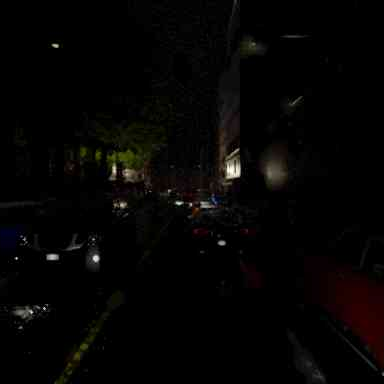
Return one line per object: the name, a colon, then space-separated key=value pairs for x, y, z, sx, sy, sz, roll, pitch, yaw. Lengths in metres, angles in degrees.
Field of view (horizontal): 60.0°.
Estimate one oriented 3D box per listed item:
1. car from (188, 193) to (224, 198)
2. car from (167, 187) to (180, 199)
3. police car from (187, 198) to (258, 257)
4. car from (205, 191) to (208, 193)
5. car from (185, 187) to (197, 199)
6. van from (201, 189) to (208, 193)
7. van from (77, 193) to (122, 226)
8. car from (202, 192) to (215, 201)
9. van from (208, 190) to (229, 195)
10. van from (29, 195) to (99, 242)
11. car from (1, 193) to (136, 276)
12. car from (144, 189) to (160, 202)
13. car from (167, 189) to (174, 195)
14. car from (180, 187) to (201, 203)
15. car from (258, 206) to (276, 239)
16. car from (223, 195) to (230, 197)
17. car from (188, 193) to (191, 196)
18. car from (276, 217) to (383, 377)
car: x=0.828 y=1.100 z=22.305 sx=1.801 sy=1.575 sz=5.366 roll=0 pitch=1 yaw=0
car: x=-3.196 y=0.376 z=59.290 sx=2.097 sy=1.767 sz=4.553 roll=0 pitch=1 yaw=0
police car: x=0.860 y=1.231 z=12.226 sx=1.930 sy=1.638 sz=5.238 roll=0 pitch=1 yaw=0
car: x=2.733 y=0.928 z=38.130 sx=1.887 sy=1.381 sz=4.507 roll=0 pitch=1 yaw=0
car: x=-0.202 y=0.185 z=62.691 sx=2.150 sy=2.045 sz=5.566 roll=0 pitch=1 yaw=0
van: x=2.696 y=0.534 z=49.446 sx=1.690 sy=1.788 sz=3.998 roll=0 pitch=1 yaw=0
van: x=-5.738 y=1.008 z=21.093 sx=1.690 sy=1.788 sz=3.998 roll=0 pitch=1 yaw=0
car: x=2.679 y=0.661 z=55.109 sx=1.947 sy=1.339 sz=4.313 roll=0 pitch=1 yaw=0
van: x=2.750 y=0.818 z=32.467 sx=1.690 sy=1.788 sz=3.998 roll=0 pitch=1 yaw=0
van: x=-5.720 y=1.099 z=15.435 sx=1.690 sy=1.788 sz=3.998 roll=0 pitch=1 yaw=0
car: x=-3.133 y=1.061 z=10.204 sx=2.150 sy=2.045 sz=5.566 roll=0 pitch=1 yaw=0
car: x=-5.828 y=0.512 z=49.378 sx=2.192 sy=1.841 sz=5.009 roll=0 pitch=1 yaw=0
car: x=-5.969 y=-0.035 z=92.893 sx=1.752 sy=1.417 sz=4.829 roll=0 pitch=1 yaw=0
car: x=-0.152 y=0.442 z=47.827 sx=2.150 sy=2.045 sz=5.566 roll=0 pitch=1 yaw=0
car: x=2.806 y=1.298 z=15.491 sx=1.887 sy=1.381 sz=4.507 roll=0 pitch=1 yaw=0
car: x=2.769 y=1.152 z=26.811 sx=1.802 sy=1.307 sz=4.206 roll=0 pitch=1 yaw=0
car: x=0.810 y=1.076 z=28.116 sx=1.812 sy=1.442 sz=4.674 roll=0 pitch=1 yaw=0
car: x=2.840 y=1.247 z=4.168 sx=2.192 sy=1.841 sz=5.009 roll=0 pitch=1 yaw=0
